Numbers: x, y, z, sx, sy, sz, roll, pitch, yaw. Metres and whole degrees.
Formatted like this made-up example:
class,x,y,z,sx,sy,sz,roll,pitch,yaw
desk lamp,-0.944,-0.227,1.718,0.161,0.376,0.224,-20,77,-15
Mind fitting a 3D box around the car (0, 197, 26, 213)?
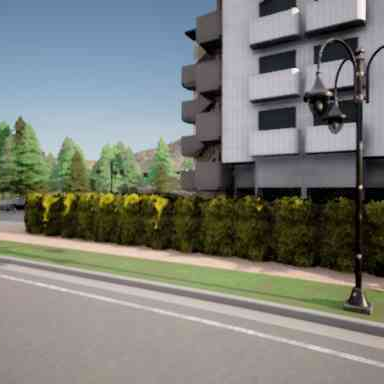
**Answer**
class,x,y,z,sx,sy,sz,roll,pitch,yaw
car,-17.657,1.321,34.401,2.128,1.511,4.902,0,0,33
